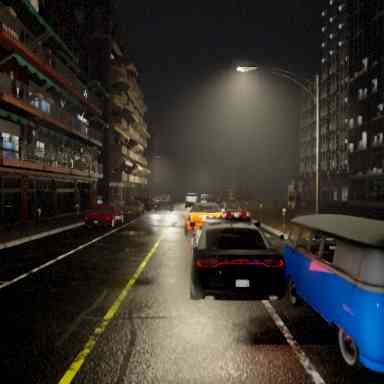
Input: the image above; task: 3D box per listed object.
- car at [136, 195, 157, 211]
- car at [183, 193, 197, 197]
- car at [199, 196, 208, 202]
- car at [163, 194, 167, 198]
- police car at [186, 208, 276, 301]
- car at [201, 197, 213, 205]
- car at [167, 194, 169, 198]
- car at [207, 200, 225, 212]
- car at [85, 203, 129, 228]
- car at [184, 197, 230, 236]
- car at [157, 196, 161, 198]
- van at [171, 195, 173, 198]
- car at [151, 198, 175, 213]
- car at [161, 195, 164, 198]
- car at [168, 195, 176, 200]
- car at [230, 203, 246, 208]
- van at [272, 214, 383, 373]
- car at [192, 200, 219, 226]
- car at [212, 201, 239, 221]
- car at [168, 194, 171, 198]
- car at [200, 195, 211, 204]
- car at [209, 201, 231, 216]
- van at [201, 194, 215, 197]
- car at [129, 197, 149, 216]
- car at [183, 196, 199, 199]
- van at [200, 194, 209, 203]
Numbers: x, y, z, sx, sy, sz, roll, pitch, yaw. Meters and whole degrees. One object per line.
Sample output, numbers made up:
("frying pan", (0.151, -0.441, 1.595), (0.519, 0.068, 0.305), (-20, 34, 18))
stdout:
("car", (-5.701, 1.318, 38.551), (2.192, 1.841, 5.009), (0, 0, 0))
("car", (-0.004, 1.238, 57.888), (2.150, 2.045, 5.566), (0, 0, 0))
("car", (2.678, 1.565, 77.408), (1.752, 1.417, 4.829), (0, 0, 0))
("car", (-5.701, 1.454, 55.131), (1.967, 1.590, 4.097), (0, 0, 0))
("police car", (0.899, 1.423, 8.500), (1.930, 1.638, 5.238), (0, 0, 0))
("car", (2.680, 1.585, 60.659), (1.947, 1.339, 4.313), (0, 0, 0))
("car", (-5.700, 1.585, 60.658), (1.947, 1.339, 4.313), (0, 0, 0))
("car", (2.681, 1.585, 38.552), (1.802, 1.307, 4.206), (0, 0, 0))
("car", (-5.698, 1.542, 21.972), (1.887, 1.381, 4.507), (0, 0, 0))
("car", (0.759, 1.349, 18.403), (2.097, 1.767, 4.553), (0, 0, 3))
("car", (-5.699, 1.556, 44.079), (2.008, 1.369, 4.403), (0, 0, 0))
("van", (-5.703, 1.373, 71.712), (1.690, 1.788, 3.998), (0, 0, 0))
("car", (-3.083, 1.603, 37.078), (1.895, 1.301, 4.718), (0, 0, 0))
("car", (-5.699, 1.560, 49.605), (2.008, 1.369, 4.403), (0, 0, 0))
("car", (-5.703, 1.631, 93.817), (1.947, 1.339, 4.313), (0, 0, 0))
("car", (2.682, 1.438, 21.972), (1.967, 1.590, 4.097), (0, 0, 0))
("van", (2.683, 1.339, 5.391), (1.690, 1.788, 3.998), (0, 0, 0))
("car", (0.884, 1.455, 24.582), (1.801, 1.575, 5.366), (0, 0, 0))
("car", (2.682, 1.525, 27.669), (1.752, 1.417, 4.829), (0, 0, 0))
("car", (-5.701, 1.570, 66.185), (1.887, 1.381, 4.507), (0, 0, 0))
("car", (2.678, 1.466, 66.185), (1.967, 1.590, 4.097), (0, 0, 0))
("car", (2.682, 1.583, 33.026), (1.802, 1.307, 4.206), (0, 0, 0))
("van", (2.679, 1.351, 49.605), (1.690, 1.788, 3.998), (0, 0, 0))
("car", (-5.699, 1.526, 32.856), (1.752, 1.417, 4.829), (0, 0, 0))
("car", (0.016, 1.607, 45.048), (1.895, 1.301, 4.718), (0, 0, 1))
("van", (2.677, 1.373, 71.713), (1.690, 1.788, 3.998), (0, 0, 0))
